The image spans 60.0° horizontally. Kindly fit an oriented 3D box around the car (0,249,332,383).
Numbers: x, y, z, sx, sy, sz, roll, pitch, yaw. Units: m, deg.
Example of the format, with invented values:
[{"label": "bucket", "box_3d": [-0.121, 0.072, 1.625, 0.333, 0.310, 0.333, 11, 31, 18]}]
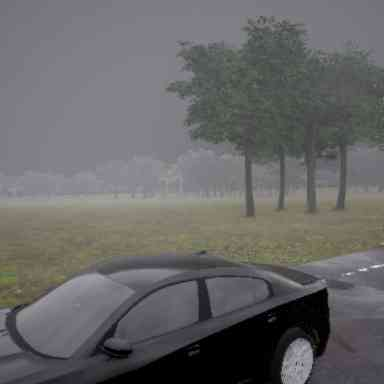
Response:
[{"label": "car", "box_3d": [-0.542, 1.475, 3.603, 5.008, 1.535, 1.882, 0, 0, -35]}]
